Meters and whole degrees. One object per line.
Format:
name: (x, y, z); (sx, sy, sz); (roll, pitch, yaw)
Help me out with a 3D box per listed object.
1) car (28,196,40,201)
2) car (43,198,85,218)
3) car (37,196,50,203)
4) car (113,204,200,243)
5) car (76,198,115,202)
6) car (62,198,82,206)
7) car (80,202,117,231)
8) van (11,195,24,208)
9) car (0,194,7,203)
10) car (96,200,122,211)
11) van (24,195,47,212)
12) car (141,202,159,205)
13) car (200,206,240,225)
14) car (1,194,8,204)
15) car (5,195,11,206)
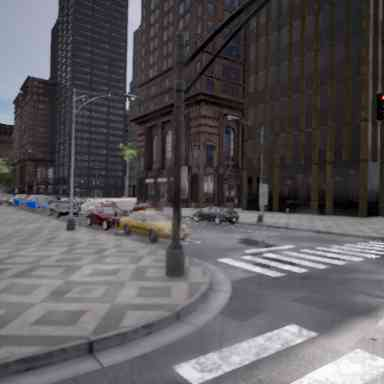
car: (-39.252, 1.602, 82.580); (1.947, 1.339, 4.313); (2, -1, -36)
car: (-11.302, 1.514, 29.181); (1.947, 1.339, 4.313); (2, -1, -36)
car: (-32.941, 1.659, 73.813); (1.802, 1.307, 4.206); (2, -1, -36)
car: (-1.909, 1.514, 16.140); (1.752, 1.417, 4.829); (2, -1, -36)
car: (-8.899, 1.555, 30.568); (1.812, 1.442, 4.674); (2, -1, -36)
car: (-20.320, 1.692, 56.286); (1.947, 1.339, 4.313); (2, -1, -36)
car: (-5.107, 1.518, 20.579); (1.887, 1.381, 4.507); (2, -1, -36)
van: (-23.687, 1.251, 46.389); (1.690, 1.788, 3.998); (2, -1, -36)
car: (-39.177, 1.294, 67.896); (1.967, 1.590, 4.097); (2, -1, -36)
car: (-10.855, 1.737, 43.141); (1.802, 1.307, 4.206); (2, -1, -36)
van: (-17.492, 1.270, 37.786); (1.690, 1.788, 3.998); (2, -1, -36)
car: (-4.543, 1.719, 34.379); (1.887, 1.381, 4.507); (2, -1, -36)
car: (1.767, 1.751, 25.617); (2.008, 1.369, 4.403); (2, -1, -36)
car: (-32.986, 1.463, 59.290); (1.802, 1.307, 4.206); (2, -1, -36)
car: (-26.790, 1.483, 50.687); (1.802, 1.307, 4.206); (2, -1, -36)
